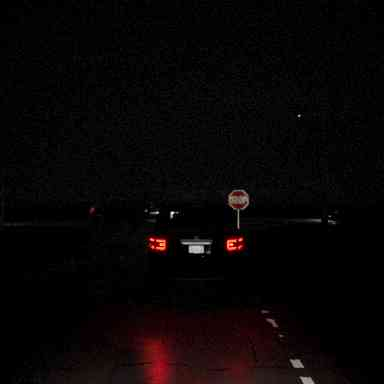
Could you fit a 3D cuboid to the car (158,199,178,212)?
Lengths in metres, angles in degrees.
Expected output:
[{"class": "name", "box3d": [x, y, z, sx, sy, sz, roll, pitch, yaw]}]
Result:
[{"class": "car", "box3d": [-2.839, 1.590, 40.091, 1.994, 1.385, 4.181, 0, 0, 0]}]

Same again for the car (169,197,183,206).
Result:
[{"class": "car", "box3d": [-2.788, 1.592, 58.686, 2.033, 1.411, 5.357, 0, 0, 1]}]

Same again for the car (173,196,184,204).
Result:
[{"class": "car", "box3d": [-2.761, 1.599, 69.177, 2.033, 1.411, 5.357, 0, 0, 0]}]

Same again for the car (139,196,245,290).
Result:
[{"class": "car", "box3d": [0.098, 1.225, 9.238, 2.150, 2.045, 5.566, 0, 0, 0]}]

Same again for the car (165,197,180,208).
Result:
[{"class": "car", "box3d": [-2.835, 1.513, 48.923, 1.882, 1.535, 5.008, 0, 0, 0]}]

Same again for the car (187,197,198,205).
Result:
[{"class": "car", "box3d": [0.091, 1.610, 60.684, 1.994, 1.385, 4.181, 0, 0, 0]}]

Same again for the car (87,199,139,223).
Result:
[{"class": "car", "box3d": [-5.710, 1.401, 25.771, 4.553, 1.767, 2.097, 0, -1, -25]}]

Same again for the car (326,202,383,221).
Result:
[{"class": "car", "box3d": [13.663, 1.540, 26.617, 5.357, 1.411, 2.033, 0, -1, -1]}]
